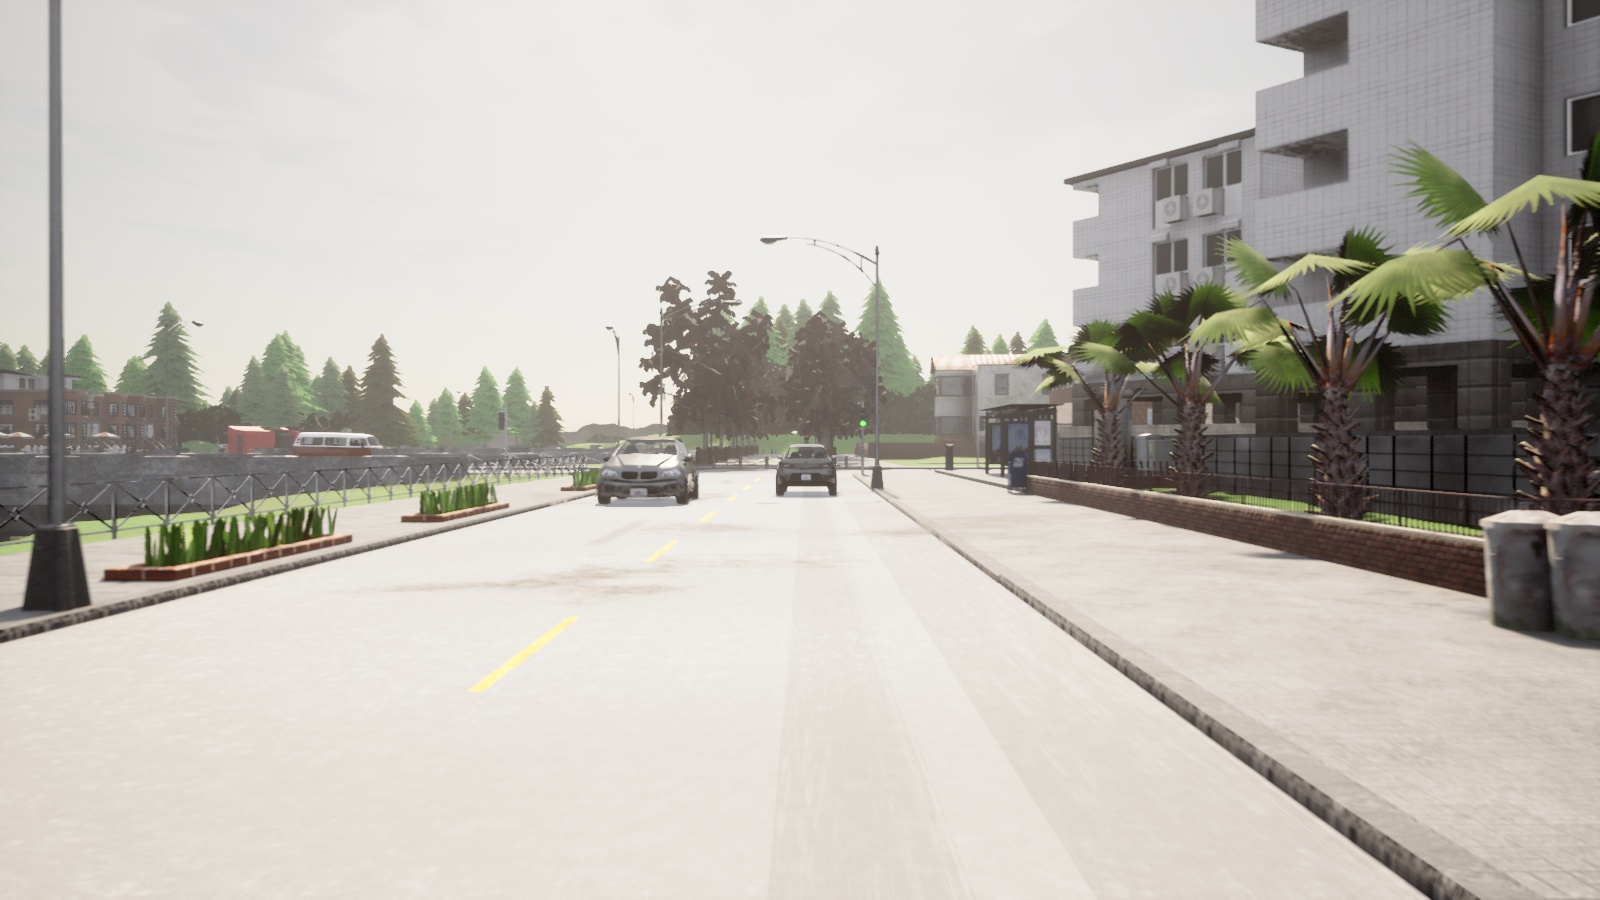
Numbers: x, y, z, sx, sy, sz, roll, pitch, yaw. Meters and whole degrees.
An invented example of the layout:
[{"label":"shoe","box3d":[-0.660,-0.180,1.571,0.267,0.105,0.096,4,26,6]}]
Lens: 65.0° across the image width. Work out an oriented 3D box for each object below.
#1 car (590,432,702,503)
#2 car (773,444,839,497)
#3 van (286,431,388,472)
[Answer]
[{"label":"car","box3d":[-3.806,0.408,31.853,2.242,1.667,4.611,0,0,0]},{"label":"car","box3d":[0.206,0.553,36.829,1.816,1.474,4.193,0,0,1]},{"label":"van","box3d":[-23.813,0.081,64.732,4.480,2.038,2.069,1,0,0]}]
